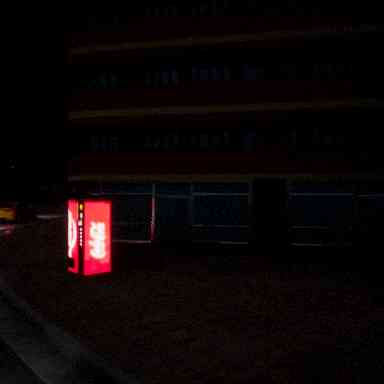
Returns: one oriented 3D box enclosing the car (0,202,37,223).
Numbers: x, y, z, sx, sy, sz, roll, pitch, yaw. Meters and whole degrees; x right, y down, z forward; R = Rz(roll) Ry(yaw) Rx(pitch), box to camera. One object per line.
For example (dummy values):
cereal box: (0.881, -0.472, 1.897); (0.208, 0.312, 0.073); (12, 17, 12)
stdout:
car: (-13.633, 1.477, 25.560); (1.882, 1.535, 5.008); (0, 0, -4)

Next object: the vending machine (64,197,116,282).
vending machine: (-2.762, 1.195, 8.985); (1.100, 2.100, 0.880); (0, 0, -38)
